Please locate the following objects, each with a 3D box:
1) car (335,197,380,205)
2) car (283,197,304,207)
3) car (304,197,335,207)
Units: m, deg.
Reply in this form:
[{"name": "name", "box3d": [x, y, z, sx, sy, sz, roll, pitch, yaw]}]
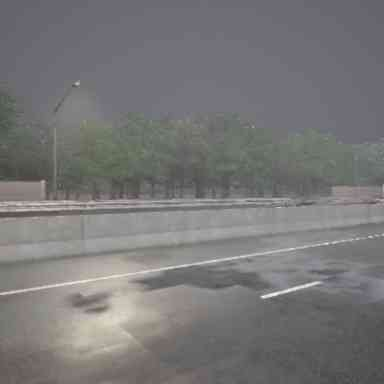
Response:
[{"name": "car", "box3d": [16.783, 1.150, 33.035, 5.008, 1.535, 1.882, 0, 0, -35]}, {"name": "car", "box3d": [12.716, 1.324, 38.732, 4.892, 1.490, 1.837, 0, 0, -35]}, {"name": "car", "box3d": [14.748, 1.547, 35.882, 4.902, 1.511, 2.128, 0, 0, -35]}]
